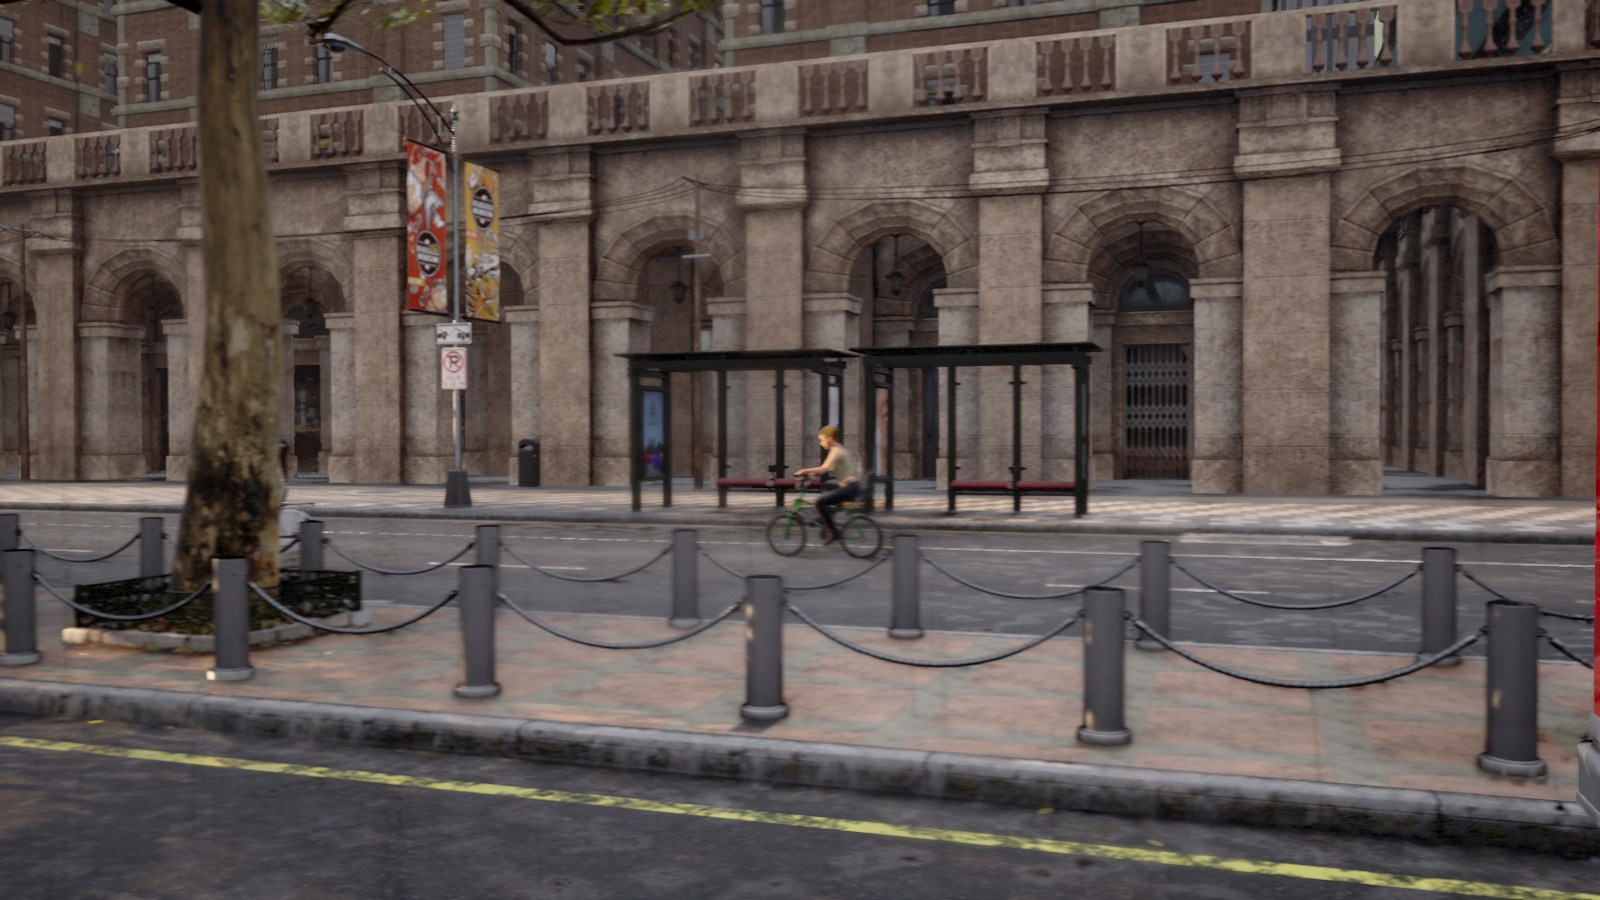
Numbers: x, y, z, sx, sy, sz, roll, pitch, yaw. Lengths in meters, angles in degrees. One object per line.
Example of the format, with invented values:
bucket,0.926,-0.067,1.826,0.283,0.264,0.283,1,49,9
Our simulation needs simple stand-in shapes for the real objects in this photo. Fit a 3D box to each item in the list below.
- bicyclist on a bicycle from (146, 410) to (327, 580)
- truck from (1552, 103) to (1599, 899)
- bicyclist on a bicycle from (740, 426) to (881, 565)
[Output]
bicyclist on a bicycle,-6.144,0.455,13.698,1.843,1.776,0.659,1,1,19
truck,4.337,0.328,1.727,5.204,2.467,2.627,1,1,19
bicyclist on a bicycle,0.132,0.519,15.274,1.509,1.612,0.866,1,1,19
